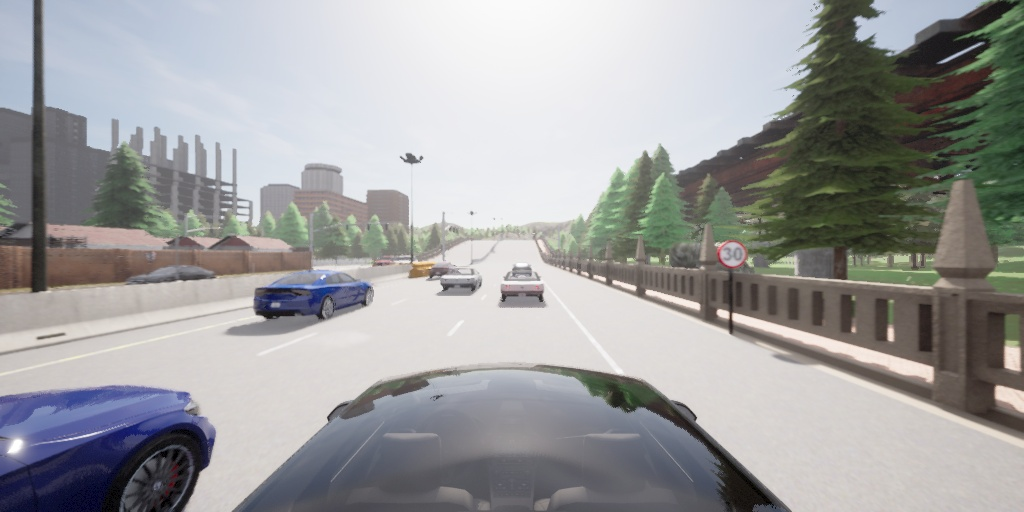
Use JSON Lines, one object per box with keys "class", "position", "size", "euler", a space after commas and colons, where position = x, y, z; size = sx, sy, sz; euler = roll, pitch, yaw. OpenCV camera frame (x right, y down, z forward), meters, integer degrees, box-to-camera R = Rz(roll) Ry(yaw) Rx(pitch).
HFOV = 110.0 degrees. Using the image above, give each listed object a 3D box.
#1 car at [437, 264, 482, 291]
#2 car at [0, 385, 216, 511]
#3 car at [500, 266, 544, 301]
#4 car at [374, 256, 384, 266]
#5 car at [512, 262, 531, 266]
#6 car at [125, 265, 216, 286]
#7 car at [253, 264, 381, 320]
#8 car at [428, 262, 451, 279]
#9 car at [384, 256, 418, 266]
{"class": "car", "position": [-2.894, 1.336, 21.549], "size": [1.895, 1.301, 4.718], "euler": [0, 0, 2]}
{"class": "car", "position": [-3.486, 1.284, 1.073], "size": [1.812, 1.442, 4.674], "euler": [0, 0, 2]}
{"class": "car", "position": [0.491, 1.333, 17.224], "size": [1.895, 1.301, 4.718], "euler": [0, 0, 2]}
{"class": "car", "position": [-16.316, 0.963, 47.314], "size": [2.150, 2.045, 5.566], "euler": [0, 0, 2]}
{"class": "car", "position": [0.988, 1.275, 35.656], "size": [1.994, 1.385, 4.181], "euler": [0, 0, 2]}
{"class": "car", "position": [-20.587, 1.298, 21.930], "size": [1.812, 1.442, 4.674], "euler": [0, 0, 2]}
{"class": "car", "position": [-6.638, 1.230, 12.649], "size": [1.882, 1.535, 5.008], "euler": [0, 0, 2]}
{"class": "car", "position": [-6.109, 1.256, 32.162], "size": [1.812, 1.442, 4.674], "euler": [0, 0, 2]}
{"class": "car", "position": [-12.968, 0.958, 43.113], "size": [2.150, 2.045, 5.566], "euler": [0, 0, 2]}
